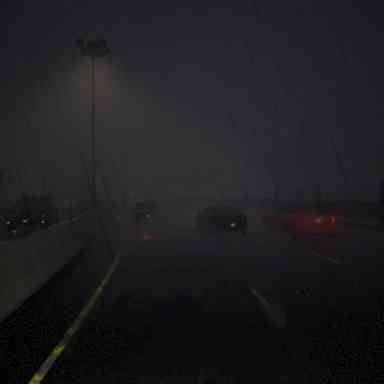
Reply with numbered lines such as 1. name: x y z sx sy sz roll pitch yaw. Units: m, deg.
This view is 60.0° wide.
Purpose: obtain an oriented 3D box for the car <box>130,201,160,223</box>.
1. car: -3.670 1.493 25.791 1.837 1.490 4.892 0 0 -14

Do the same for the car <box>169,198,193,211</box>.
1. car: -1.306 1.477 40.443 1.837 1.490 4.892 0 0 -22

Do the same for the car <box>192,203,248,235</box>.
1. car: 1.550 1.459 18.750 1.882 1.535 5.008 0 0 -11

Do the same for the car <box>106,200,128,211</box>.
1. car: -9.496 1.593 41.811 1.895 1.301 4.718 0 0 -25

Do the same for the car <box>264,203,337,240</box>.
1. car: 5.376 1.324 17.124 2.097 1.767 4.553 0 0 -9
